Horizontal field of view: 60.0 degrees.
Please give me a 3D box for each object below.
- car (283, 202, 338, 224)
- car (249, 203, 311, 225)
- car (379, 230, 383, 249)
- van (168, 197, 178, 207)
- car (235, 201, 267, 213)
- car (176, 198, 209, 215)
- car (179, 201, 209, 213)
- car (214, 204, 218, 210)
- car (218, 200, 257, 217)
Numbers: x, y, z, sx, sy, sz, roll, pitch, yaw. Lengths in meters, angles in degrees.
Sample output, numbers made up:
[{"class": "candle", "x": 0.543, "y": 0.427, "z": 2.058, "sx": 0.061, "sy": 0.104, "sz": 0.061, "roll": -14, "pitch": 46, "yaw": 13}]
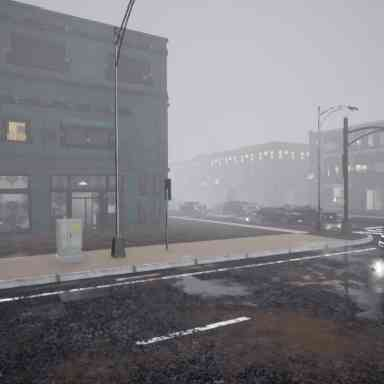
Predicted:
[{"class": "car", "x": 9.705, "y": 1.775, "z": 27.233, "sx": 1.994, "sy": 1.385, "sz": 4.181, "roll": -1, "pitch": 0, "yaw": -29}, {"class": "car", "x": 6.938, "y": 1.814, "z": 26.605, "sx": 1.947, "sy": 1.339, "sz": 4.313, "roll": -1, "pitch": 0, "yaw": -29}, {"class": "car", "x": 9.099, "y": 1.504, "z": 12.492, "sx": 4.892, "sy": 1.490, "sz": 1.837, "roll": 0, "pitch": 0, "yaw": -29}, {"class": "van", "x": -3.316, "y": 1.908, "z": 62.166, "sx": 1.690, "sy": 1.788, "sz": 3.998, "roll": -1, "pitch": 0, "yaw": -29}, {"class": "car", "x": 7.544, "y": 1.904, "z": 42.869, "sx": 1.802, "sy": 1.307, "sz": 4.206, "roll": -1, "pitch": 0, "yaw": -29}, {"class": "car", "x": 0.238, "y": 1.847, "z": 38.759, "sx": 1.967, "sy": 1.590, "sz": 4.097, "roll": -1, "pitch": 0, "yaw": -29}, {"class": "car", "x": 0.194, "y": 1.959, "z": 44.170, "sx": 1.812, "sy": 1.442, "sz": 4.674, "roll": -1, "pitch": 0, "yaw": -30}, {"class": "car", "x": 4.831, "y": 1.966, "z": 47.693, "sx": 1.802, "sy": 1.307, "sz": 4.206, "roll": -1, "pitch": 0, "yaw": -29}, {"class": "car", "x": 5.152, "y": 1.671, "z": 35.326, "sx": 2.097, "sy": 1.767, "sz": 4.553, "roll": -1, "pitch": 0, "yaw": -29}]
